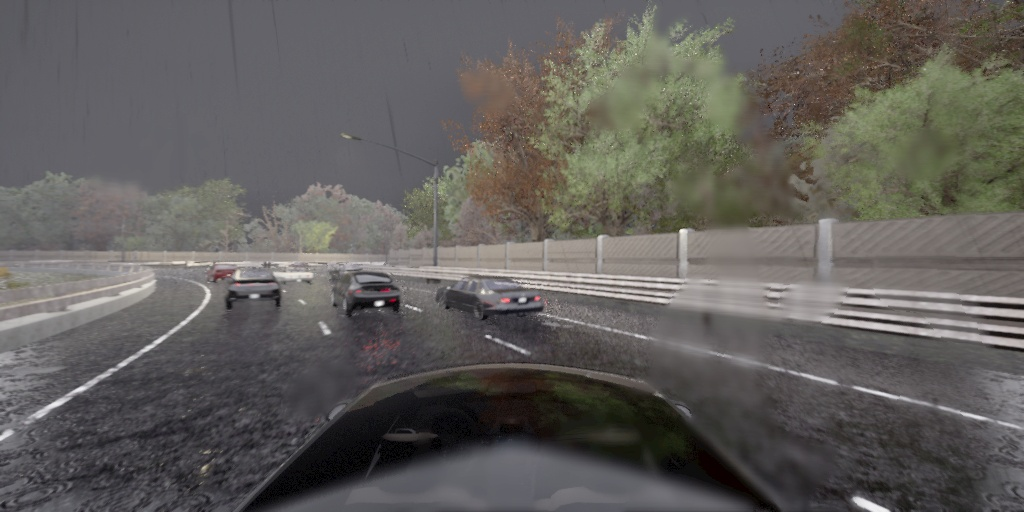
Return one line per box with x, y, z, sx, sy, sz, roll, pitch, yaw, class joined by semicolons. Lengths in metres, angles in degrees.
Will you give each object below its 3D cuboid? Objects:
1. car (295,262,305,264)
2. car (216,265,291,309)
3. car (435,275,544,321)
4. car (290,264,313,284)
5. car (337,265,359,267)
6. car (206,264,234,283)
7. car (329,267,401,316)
-31.235;1.653;52.807;1.812;1.442;4.674;0;-1;-26;car
-11.205;1.326;15.588;2.128;1.511;4.902;1;-1;-36;car
-1.046;1.420;13.143;2.033;1.411;5.357;1;-1;-33;car
-17.334;1.539;28.244;1.895;1.301;4.718;1;-1;-44;car
-13.754;1.471;29.841;2.128;1.511;4.902;1;-1;-40;car
-23.998;1.392;29.881;5.008;1.535;1.882;0;-1;43;car
-5.803;1.357;14.037;1.837;1.490;4.892;1;-1;-34;car
